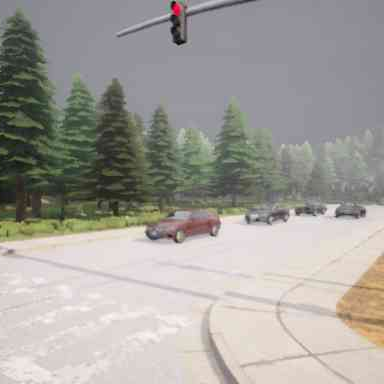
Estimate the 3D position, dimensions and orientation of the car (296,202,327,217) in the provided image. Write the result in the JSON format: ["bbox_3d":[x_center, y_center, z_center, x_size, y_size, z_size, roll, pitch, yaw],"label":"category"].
[{"bbox_3d":[11.646,1.645,32.588,1.895,1.301,4.718,0,0,37],"label":"car"}]

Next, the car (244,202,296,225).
[{"bbox_3d":[5.584,1.536,24.431,2.128,1.511,4.902,0,0,37],"label":"car"}]

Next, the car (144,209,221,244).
[{"bbox_3d":[-0.291,1.571,16.505,1.812,1.442,4.674,0,0,37],"label":"car"}]

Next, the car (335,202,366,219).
[{"bbox_3d":[14.389,1.600,30.097,1.994,1.385,4.181,0,0,37],"label":"car"}]
